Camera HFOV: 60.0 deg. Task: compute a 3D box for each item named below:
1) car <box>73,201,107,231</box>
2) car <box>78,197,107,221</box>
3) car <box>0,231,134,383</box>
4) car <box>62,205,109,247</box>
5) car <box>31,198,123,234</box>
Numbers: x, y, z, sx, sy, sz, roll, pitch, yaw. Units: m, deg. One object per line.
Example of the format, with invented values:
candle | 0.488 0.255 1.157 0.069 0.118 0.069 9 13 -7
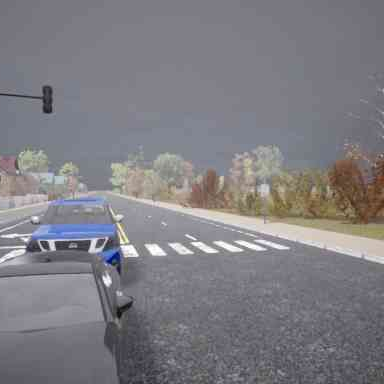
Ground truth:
car | -6.585 1.468 21.811 1.882 1.535 5.008 0 0 -15
car | -8.146 1.338 27.544 2.097 1.767 4.553 0 0 -15
car | -1.718 1.524 3.905 1.812 1.442 4.674 0 0 -13
car | -5.016 1.498 16.065 1.837 1.490 4.892 0 0 -15
car | -3.358 1.218 9.994 2.150 2.045 5.566 0 0 -15
